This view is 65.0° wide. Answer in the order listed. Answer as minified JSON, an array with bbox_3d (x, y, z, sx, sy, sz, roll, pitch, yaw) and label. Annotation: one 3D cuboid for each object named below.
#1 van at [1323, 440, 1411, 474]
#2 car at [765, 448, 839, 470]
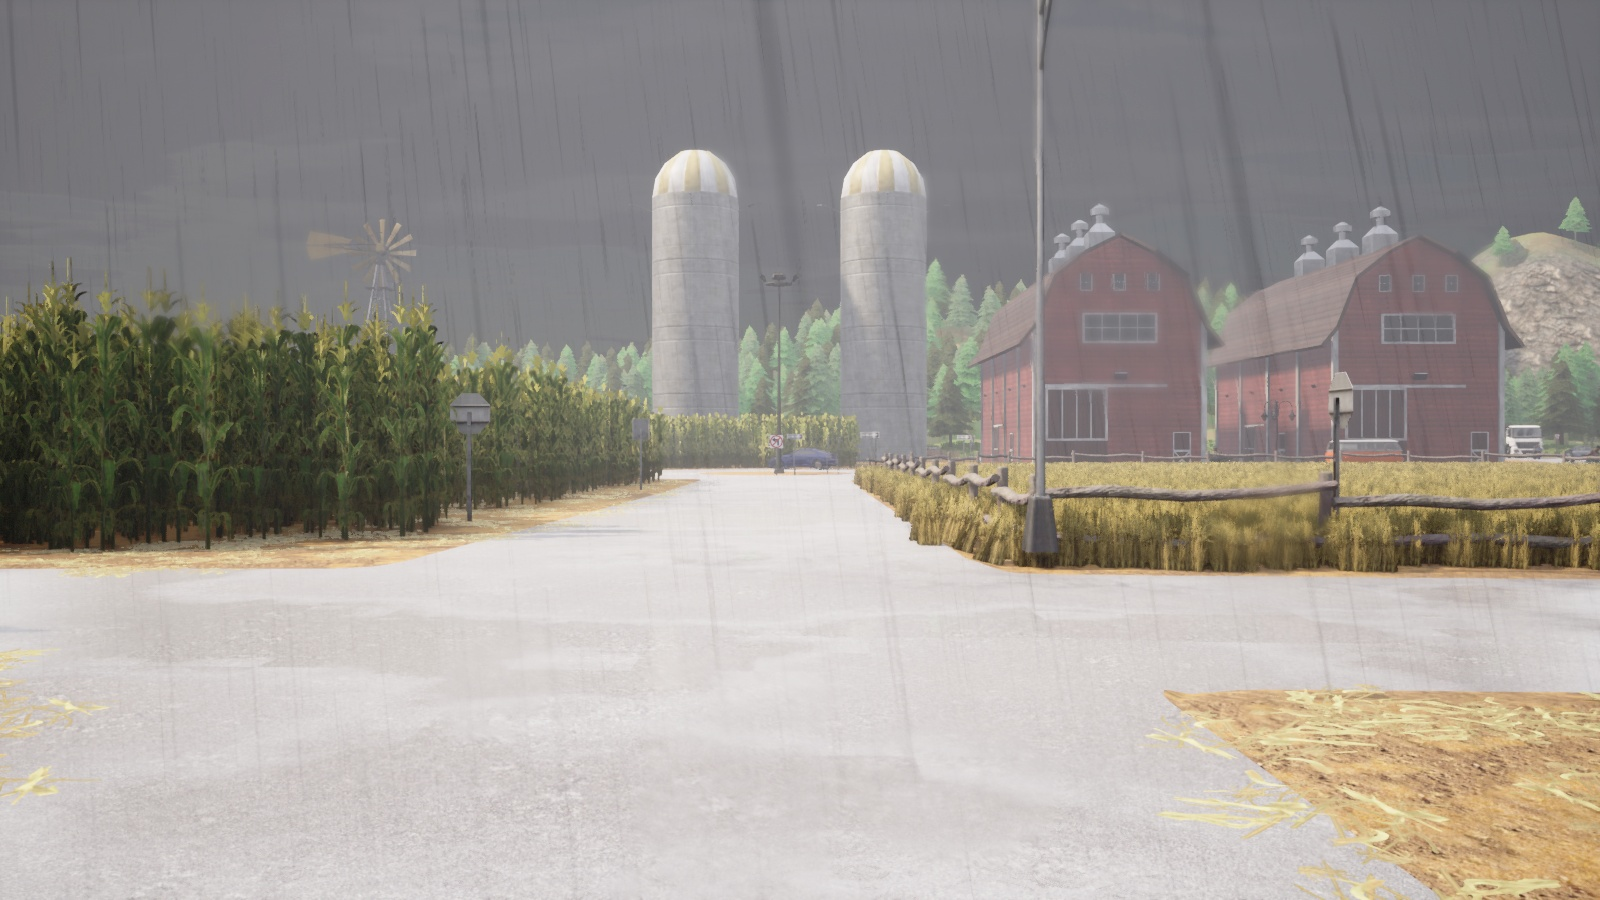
[{"bbox_3d":[33.853,0.421,75.039,4.442,1.987,1.775,0,0,-3],"label":"van"},{"bbox_3d":[0.134,0.620,84.496,4.674,1.442,1.812,0,0,18],"label":"car"}]
